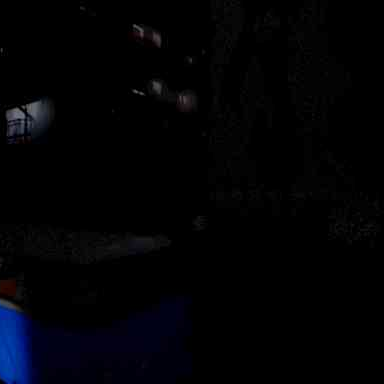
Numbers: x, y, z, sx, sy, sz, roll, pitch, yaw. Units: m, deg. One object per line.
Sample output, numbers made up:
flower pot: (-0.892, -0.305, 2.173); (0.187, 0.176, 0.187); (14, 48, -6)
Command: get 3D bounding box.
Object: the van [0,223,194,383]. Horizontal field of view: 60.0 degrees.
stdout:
van: (-1.892, 1.360, 4.226); (3.998, 1.788, 1.690); (0, 0, 35)
